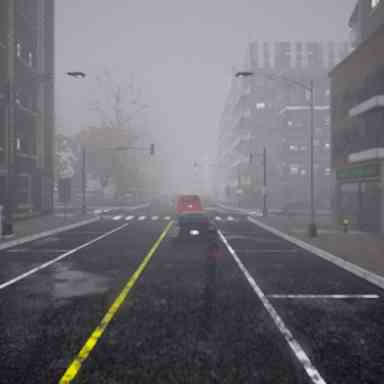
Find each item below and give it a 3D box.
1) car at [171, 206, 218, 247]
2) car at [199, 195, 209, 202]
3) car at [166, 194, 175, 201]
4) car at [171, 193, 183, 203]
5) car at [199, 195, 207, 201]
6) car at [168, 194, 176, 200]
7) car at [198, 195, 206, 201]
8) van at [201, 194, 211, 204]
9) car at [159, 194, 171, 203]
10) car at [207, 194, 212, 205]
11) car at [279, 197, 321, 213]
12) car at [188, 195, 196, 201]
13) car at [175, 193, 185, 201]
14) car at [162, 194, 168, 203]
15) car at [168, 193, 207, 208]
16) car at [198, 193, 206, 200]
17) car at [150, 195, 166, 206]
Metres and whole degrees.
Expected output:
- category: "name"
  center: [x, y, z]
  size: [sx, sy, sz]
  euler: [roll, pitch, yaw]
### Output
- category: "car"
  center: [0.101, 1.551, 14.971]
  size: [1.994, 1.385, 4.181]
  euler: [0, 0, 0]
- category: "car"
  center: [2.694, 1.445, 76.175]
  size: [1.967, 1.590, 4.097]
  euler: [0, 0, 0]
- category: "car"
  center: [-5.687, 1.459, 87.436]
  size: [1.967, 1.590, 4.097]
  euler: [0, 0, 0]
- category: "car"
  center: [-2.998, 1.219, 68.158]
  size: [2.150, 2.045, 5.566]
  euler: [0, 0, 0]
- category: "car"
  center: [2.693, 1.562, 81.805]
  size: [2.008, 1.369, 4.403]
  euler: [0, 0, 0]
- category: "car"
  center: [-5.686, 1.466, 93.065]
  size: [1.967, 1.590, 4.097]
  euler: [0, 0, 0]
- category: "car"
  center: [2.694, 1.563, 87.435]
  size: [1.887, 1.381, 4.507]
  euler: [0, 0, 0]
- category: "van"
  center: [2.694, 1.335, 64.915]
  size: [1.690, 1.788, 3.998]
  euler: [0, 0, 0]
- category: "car"
  center: [-5.686, 1.314, 70.545]
  size: [2.192, 1.841, 5.009]
  euler: [0, 0, 0]
- category: "car"
  center: [2.694, 1.535, 59.284]
  size: [1.887, 1.381, 4.507]
  euler: [0, 0, 0]
- category: "car"
  center: [13.467, 1.582, 41.332]
  size: [5.009, 1.841, 2.192]
  euler: [1, -1, -1]
- category: "car"
  center: [0.001, 1.563, 82.752]
  size: [1.994, 1.385, 4.181]
  euler: [0, 0, 0]
- category: "car"
  center: [-2.998, 1.230, 84.035]
  size: [2.150, 2.045, 5.566]
  euler: [0, 0, 0]
- category: "car"
  center: [-5.686, 1.519, 64.745]
  size: [1.752, 1.417, 4.829]
  euler: [0, 0, 0]
- category: "car"
  center: [-0.526, 1.206, 28.750]
  size: [2.150, 2.045, 5.566]
  euler: [0, 0, -9]
- category: "car"
  center: [2.694, 1.342, 93.065]
  size: [2.192, 1.841, 5.009]
  euler: [0, 0, 0]
- category: "car"
  center: [-5.687, 1.553, 53.654]
  size: [1.947, 1.339, 4.313]
  euler: [0, 0, 0]
